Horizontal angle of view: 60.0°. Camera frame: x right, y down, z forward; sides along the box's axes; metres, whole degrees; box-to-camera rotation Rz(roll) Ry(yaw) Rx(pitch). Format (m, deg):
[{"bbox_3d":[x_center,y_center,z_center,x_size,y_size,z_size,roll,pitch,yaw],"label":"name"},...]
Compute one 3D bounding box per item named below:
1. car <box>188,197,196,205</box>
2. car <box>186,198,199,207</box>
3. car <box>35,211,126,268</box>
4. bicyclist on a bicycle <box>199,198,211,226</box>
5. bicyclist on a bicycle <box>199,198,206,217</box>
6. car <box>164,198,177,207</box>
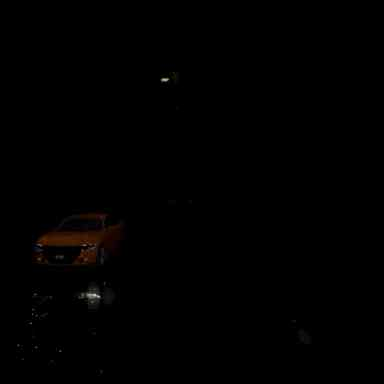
[{"bbox_3d":[0.012,1.979,73.614,1.882,1.535,5.008,0,-1,0],"label":"car"},{"bbox_3d":[0.110,1.768,55.948,1.837,1.490,4.892,0,0,0],"label":"car"},{"bbox_3d":[-3.597,1.487,11.540,1.882,1.535,5.008,0,0,0],"label":"car"},{"bbox_3d":[0.965,1.395,22.413,0.659,1.776,1.843,0,0,0],"label":"bicyclist on a bicycle"},{"bbox_3d":[0.966,1.426,31.343,0.659,1.776,1.843,0,0,0],"label":"bicyclist on a bicycle"},{"bbox_3d":[-3.547,1.734,55.373,1.882,1.535,5.008,0,-1,0],"label":"car"}]
